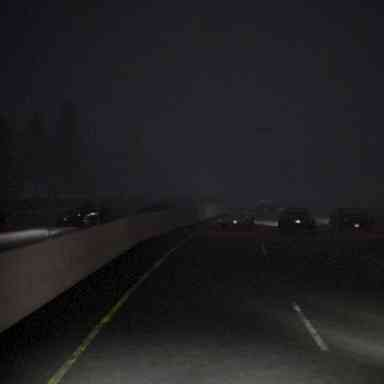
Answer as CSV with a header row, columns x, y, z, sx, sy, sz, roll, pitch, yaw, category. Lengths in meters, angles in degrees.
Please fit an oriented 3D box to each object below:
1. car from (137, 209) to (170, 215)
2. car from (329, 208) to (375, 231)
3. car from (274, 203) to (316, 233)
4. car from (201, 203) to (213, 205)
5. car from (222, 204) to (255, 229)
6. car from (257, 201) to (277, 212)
x,y,z,sx,sy,sz,roll,pitch,yaw,category
-2.895,1.561,27.579,2.033,1.411,5.357,0,0,16,car
10.089,1.646,21.362,1.895,1.301,4.718,0,0,14,car
6.241,1.597,20.158,1.994,1.385,4.181,0,0,13,car
2.866,1.558,57.265,1.837,1.490,4.892,0,0,32,car
3.128,1.551,22.101,1.812,1.442,4.674,0,0,14,car
9.128,1.657,39.114,1.895,1.301,4.718,0,0,24,car
